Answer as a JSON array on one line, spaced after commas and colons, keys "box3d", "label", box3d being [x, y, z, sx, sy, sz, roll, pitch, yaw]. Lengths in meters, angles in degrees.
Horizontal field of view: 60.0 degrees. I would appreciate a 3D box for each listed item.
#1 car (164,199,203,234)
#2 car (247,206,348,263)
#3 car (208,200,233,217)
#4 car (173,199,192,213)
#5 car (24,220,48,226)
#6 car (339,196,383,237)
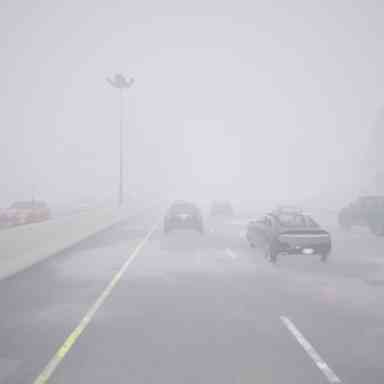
[{"box3d": [-0.502, 1.352, 19.568, 2.097, 1.767, 4.553, 0, 0, -2], "label": "car"}, {"box3d": [3.254, 1.484, 11.959, 2.128, 1.511, 4.902, 0, 0, -2], "label": "car"}, {"box3d": [2.613, 1.484, 30.695, 2.128, 1.511, 4.902, 0, 0, -2], "label": "car"}, {"box3d": [-1.165, 1.547, 38.488, 2.033, 1.411, 5.357, 0, 0, -2], "label": "car"}, {"box3d": [-11.307, 1.375, 22.566, 2.097, 1.767, 4.553, 0, 0, -2], "label": "car"}, {"box3d": [10.063, 1.198, 17.980, 2.150, 2.045, 5.566, 0, 0, -2], "label": "car"}]
